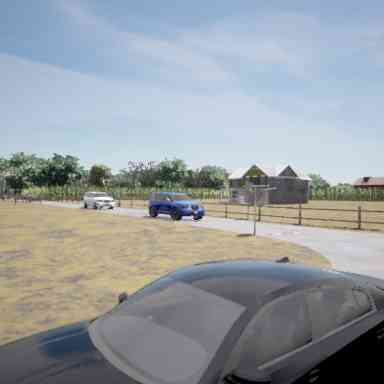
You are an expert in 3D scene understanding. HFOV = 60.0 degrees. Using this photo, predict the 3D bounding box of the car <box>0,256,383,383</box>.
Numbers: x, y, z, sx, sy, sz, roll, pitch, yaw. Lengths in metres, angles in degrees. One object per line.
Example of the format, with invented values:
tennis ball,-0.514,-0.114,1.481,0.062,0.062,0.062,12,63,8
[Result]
car,0.361,1.479,3.207,5.008,1.535,1.882,0,0,-35

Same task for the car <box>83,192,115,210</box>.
car,-10.951,1.009,38.946,2.150,2.045,5.566,2,-1,-36

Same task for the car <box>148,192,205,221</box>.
car,-1.330,1.065,25.574,2.150,2.045,5.566,2,0,-36

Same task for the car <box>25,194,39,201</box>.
car,-40.154,1.533,84.307,2.128,1.511,4.902,2,-2,-36
